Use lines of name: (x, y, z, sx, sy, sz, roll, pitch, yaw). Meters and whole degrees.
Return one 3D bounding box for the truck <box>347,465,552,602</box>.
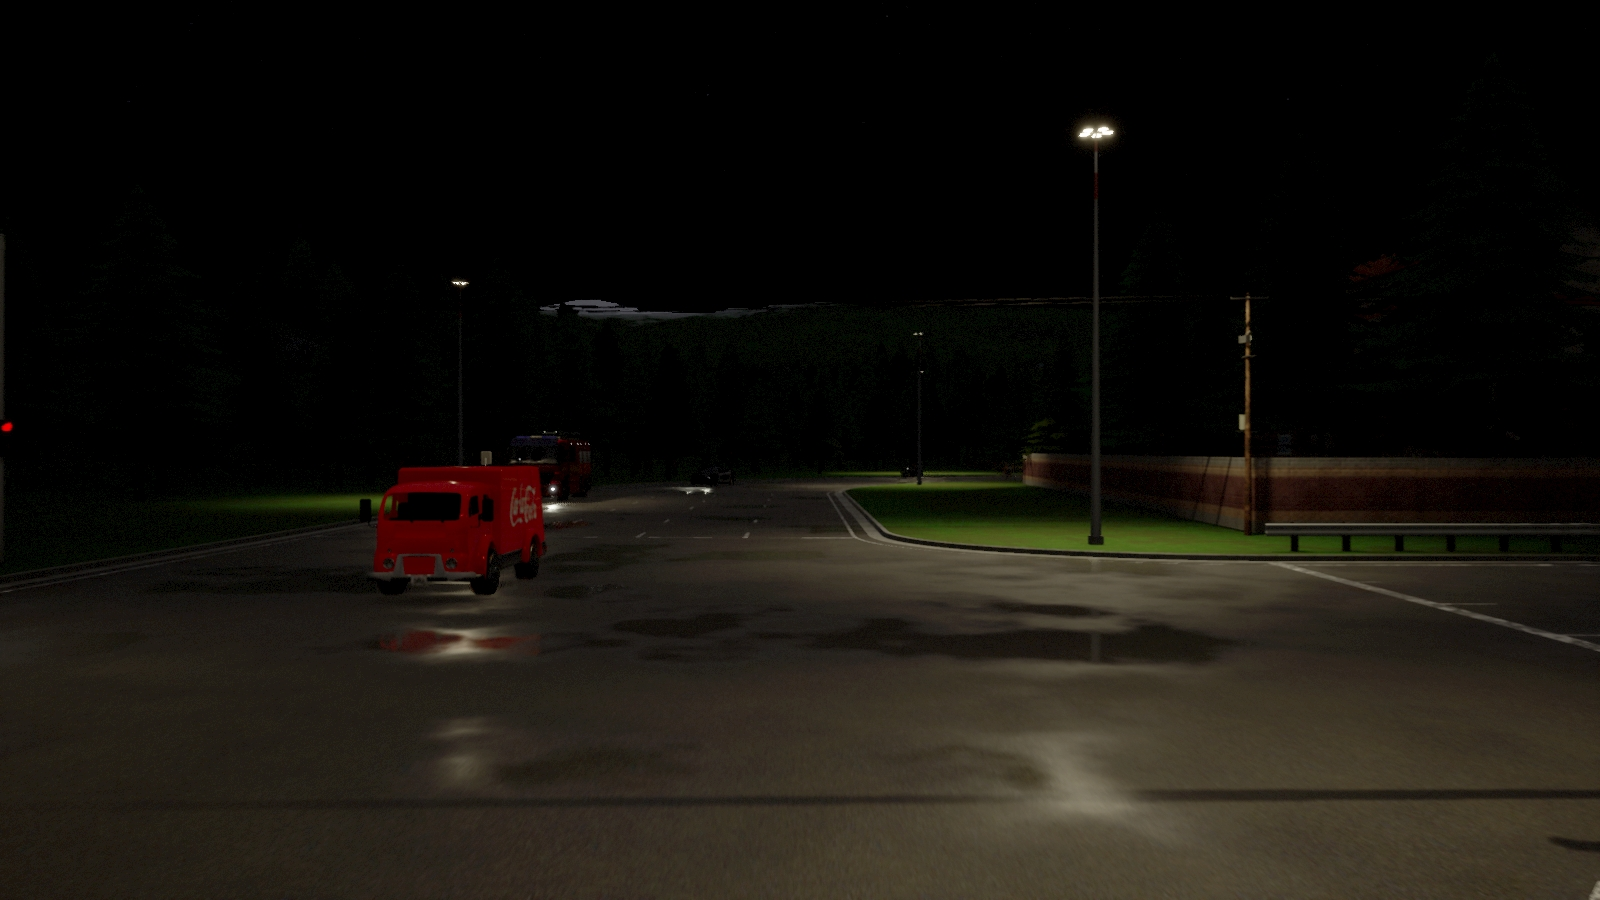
truck: (-6.998, 1.570, 23.582, 2.627, 2.467, 5.204, 0, 0, 0)
